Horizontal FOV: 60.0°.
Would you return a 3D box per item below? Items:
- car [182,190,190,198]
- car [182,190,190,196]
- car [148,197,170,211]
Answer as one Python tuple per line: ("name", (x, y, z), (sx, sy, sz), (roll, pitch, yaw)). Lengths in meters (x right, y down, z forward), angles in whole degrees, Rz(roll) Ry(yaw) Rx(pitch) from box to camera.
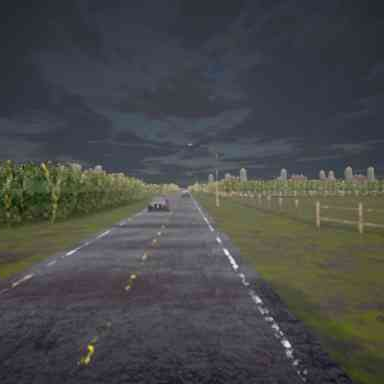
("car", (-1.343, 0.568, 73.998), (1.837, 1.490, 4.892), (-1, 1, -1))
("car", (-1.538, 0.290, 84.416), (1.882, 1.535, 5.008), (-1, 1, -1))
("car", (-3.357, 1.188, 34.378), (1.994, 1.385, 4.181), (-1, 1, -1))
